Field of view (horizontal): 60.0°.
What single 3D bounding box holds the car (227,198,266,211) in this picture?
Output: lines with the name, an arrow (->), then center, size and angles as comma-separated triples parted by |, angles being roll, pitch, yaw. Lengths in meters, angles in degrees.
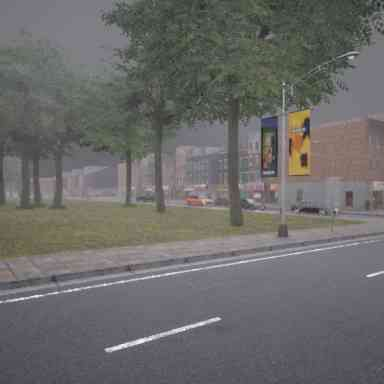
car -> 6.883, 1.518, 40.721 | 1.812, 1.442, 4.674 | 1, 0, -36

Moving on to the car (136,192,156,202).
car -> -9.613, 1.072, 68.860 | 2.150, 2.045, 5.566 | 1, 0, -36

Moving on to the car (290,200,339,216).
car -> 12.213, 1.568, 33.265 | 2.128, 1.511, 4.902 | 1, 0, -36

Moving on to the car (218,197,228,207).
car -> 4.572, 1.480, 49.014 | 1.812, 1.442, 4.674 | 1, 0, -35

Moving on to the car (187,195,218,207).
car -> 1.161, 1.272, 48.743 | 2.097, 1.767, 4.553 | 1, 0, -35
